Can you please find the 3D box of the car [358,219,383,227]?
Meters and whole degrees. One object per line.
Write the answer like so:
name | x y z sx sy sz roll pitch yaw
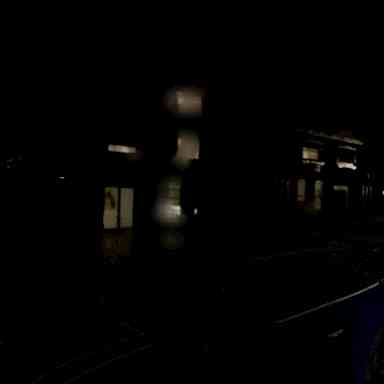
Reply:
car | 6.358 1.606 11.101 4.507 1.381 1.887 0 1 -36

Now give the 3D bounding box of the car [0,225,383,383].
car | 0.289 1.364 3.540 4.553 1.767 2.097 0 0 -37

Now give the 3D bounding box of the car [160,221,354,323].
car | 1.694 1.576 7.856 4.507 1.381 1.887 0 1 -36
